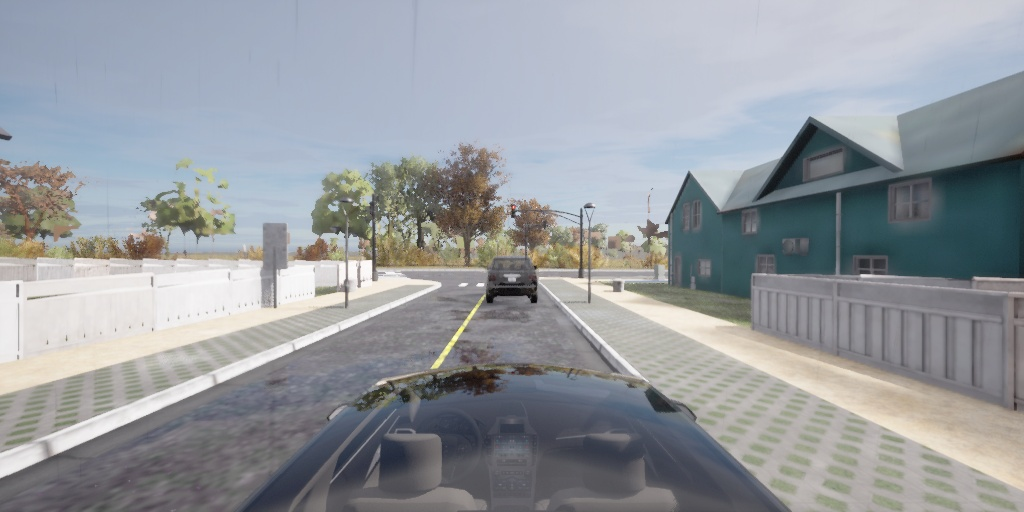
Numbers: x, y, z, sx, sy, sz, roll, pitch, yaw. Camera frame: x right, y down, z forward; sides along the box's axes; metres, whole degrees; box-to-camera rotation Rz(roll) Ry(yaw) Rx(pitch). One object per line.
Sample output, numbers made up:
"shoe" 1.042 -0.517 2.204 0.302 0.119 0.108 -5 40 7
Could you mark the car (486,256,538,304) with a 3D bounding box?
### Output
"car" 0.000 1.004 16.530 2.150 2.045 5.566 0 0 0
